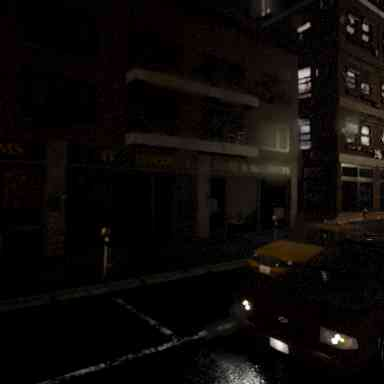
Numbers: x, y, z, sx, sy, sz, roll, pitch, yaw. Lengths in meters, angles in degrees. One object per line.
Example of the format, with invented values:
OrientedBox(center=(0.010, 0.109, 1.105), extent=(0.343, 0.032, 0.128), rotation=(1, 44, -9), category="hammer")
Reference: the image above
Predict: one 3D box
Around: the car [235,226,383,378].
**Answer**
OrientedBox(center=(3.249, 1.508, 5.696), extent=(5.357, 1.411, 2.033), rotation=(0, 0, -36), category="car")

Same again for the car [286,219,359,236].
OrientedBox(center=(3.670, 1.469, 9.159), extent=(4.829, 1.417, 1.752), rotation=(0, 2, -35), category="car")
